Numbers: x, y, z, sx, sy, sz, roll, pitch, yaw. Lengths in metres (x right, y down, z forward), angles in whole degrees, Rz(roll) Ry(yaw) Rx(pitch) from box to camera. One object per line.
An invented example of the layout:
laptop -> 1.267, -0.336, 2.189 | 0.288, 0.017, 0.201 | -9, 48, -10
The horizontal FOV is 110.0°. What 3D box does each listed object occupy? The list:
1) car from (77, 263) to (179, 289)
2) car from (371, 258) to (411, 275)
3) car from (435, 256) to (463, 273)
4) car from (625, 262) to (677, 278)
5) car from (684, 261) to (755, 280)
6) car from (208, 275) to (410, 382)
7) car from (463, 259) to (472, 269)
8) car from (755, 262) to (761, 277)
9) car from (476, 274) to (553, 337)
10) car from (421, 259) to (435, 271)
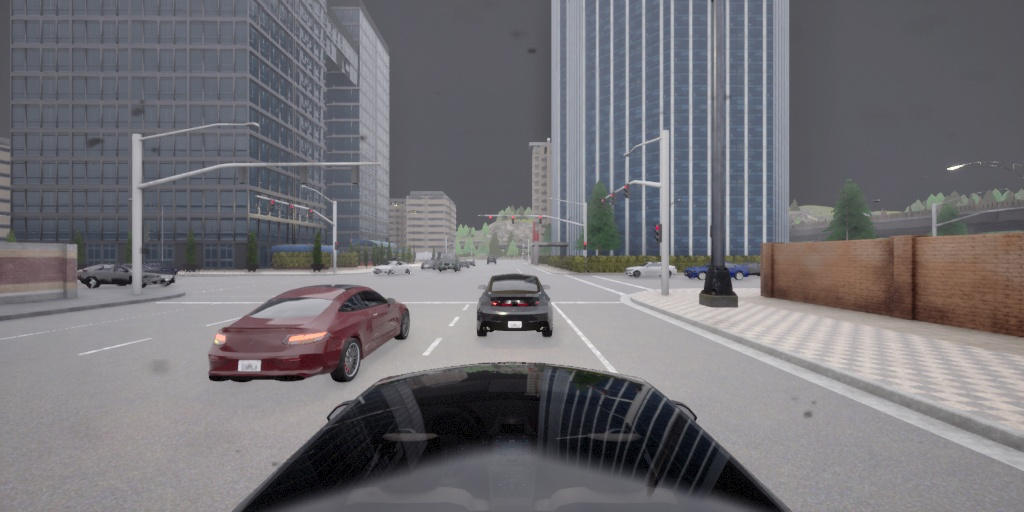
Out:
car -> -24.228, 1.241, 22.716 | 4.902, 1.511, 2.128 | 0, 0, 0
car -> -12.480, 1.275, 37.716 | 1.812, 1.442, 4.674 | 0, 0, 19
car -> -7.794, 0.972, 44.888 | 2.150, 2.045, 5.566 | 0, 0, -2
car -> 13.030, 1.275, 33.763 | 4.674, 1.442, 1.812 | 0, 0, 1
car -> 17.212, 1.227, 30.319 | 5.008, 1.535, 1.882 | 0, 0, 0
car -> -3.437, 1.276, 7.010 | 1.812, 1.442, 4.674 | 0, 0, 0
car -> -8.015, 1.314, 57.767 | 1.994, 1.385, 4.181 | 0, 0, -1
car -> 22.616, 1.297, 33.867 | 5.357, 1.411, 2.033 | 0, 0, -1
car -> 0.065, 1.255, 10.275 | 1.837, 1.490, 4.892 | 0, 0, 0
car -> -11.412, 1.240, 50.120 | 2.128, 1.511, 4.902 | 0, 0, -1
